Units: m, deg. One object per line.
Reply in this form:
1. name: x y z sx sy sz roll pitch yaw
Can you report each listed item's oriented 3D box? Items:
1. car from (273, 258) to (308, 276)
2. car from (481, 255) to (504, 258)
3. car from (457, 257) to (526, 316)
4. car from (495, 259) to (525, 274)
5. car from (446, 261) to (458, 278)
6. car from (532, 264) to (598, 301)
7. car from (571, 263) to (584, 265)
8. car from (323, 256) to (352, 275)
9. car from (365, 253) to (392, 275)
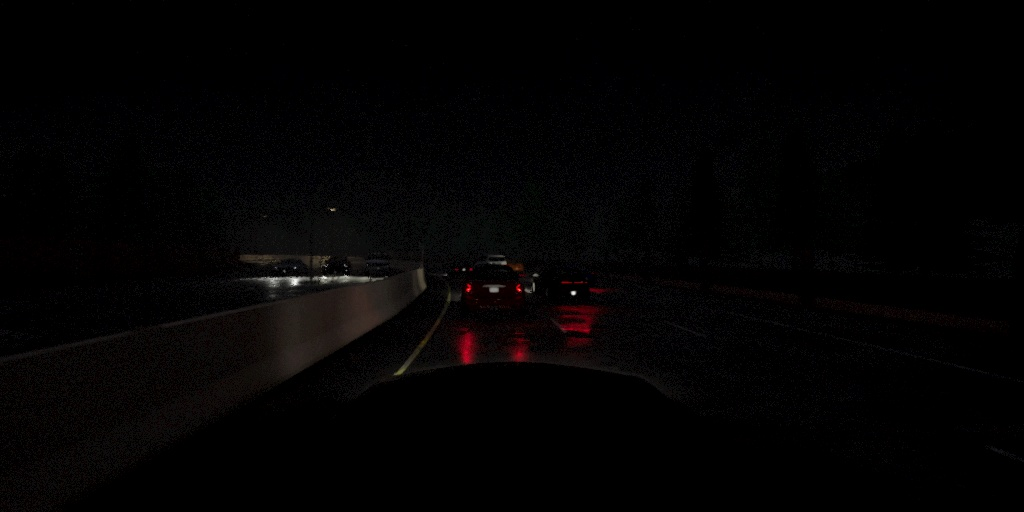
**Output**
1. car: -19.104 0.940 31.144 1.812 1.442 4.674 1 0 -18
2. car: -2.158 0.893 35.643 2.150 2.045 5.566 1 0 -19
3. car: -0.764 1.073 13.270 2.097 1.767 4.553 1 0 -6
4. car: -0.304 1.169 40.659 1.882 1.535 5.008 1 0 -20
5. car: -4.783 1.180 32.570 2.033 1.411 5.357 1 0 -17
6. car: 2.224 1.267 17.274 1.837 1.490 4.892 1 0 -8
7. car: 4.276 1.261 25.232 1.882 1.535 5.008 1 0 -12
8. car: -16.133 0.808 33.353 2.097 1.767 4.553 1 0 -20
9. car: -12.765 0.716 34.317 2.150 2.045 5.566 1 0 -20
